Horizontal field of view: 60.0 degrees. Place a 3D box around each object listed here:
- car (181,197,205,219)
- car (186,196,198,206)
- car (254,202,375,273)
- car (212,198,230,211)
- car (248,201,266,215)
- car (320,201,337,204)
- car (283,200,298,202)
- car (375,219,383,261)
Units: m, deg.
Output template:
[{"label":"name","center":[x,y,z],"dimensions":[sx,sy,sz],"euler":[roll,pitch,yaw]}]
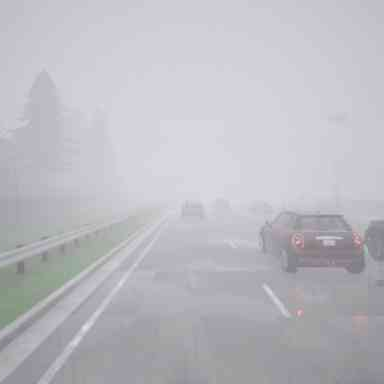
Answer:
[{"label":"car","center":[0.085,1.502,28.752],"dimensions":[2.128,1.511,4.902],"euler":[0,0,0]},{"label":"car","center":[0.069,1.497,55.070],"dimensions":[1.882,1.535,5.008],"euler":[0,0,0]},{"label":"car","center":[3.595,1.357,10.839],"dimensions":[2.097,1.767,4.553],"euler":[0,0,0]},{"label":"car","center":[3.577,1.520,40.711],"dimensions":[1.837,1.490,4.892],"euler":[0,0,0]},{"label":"car","center":[7.080,1.578,34.781],"dimensions":[1.994,1.385,4.181],"euler":[0,0,0]},{"label":"car","center":[14.079,1.579,34.873],"dimensions":[1.994,1.385,4.181],"euler":[0,0,0]},{"label":"car","center":[10.578,1.541,35.910],"dimensions":[1.812,1.442,4.674],"euler":[0,0,0]},{"label":"car","center":[7.095,1.226,9.229],"dimensions":[2.150,2.045,5.566],"euler":[0,0,0]}]
